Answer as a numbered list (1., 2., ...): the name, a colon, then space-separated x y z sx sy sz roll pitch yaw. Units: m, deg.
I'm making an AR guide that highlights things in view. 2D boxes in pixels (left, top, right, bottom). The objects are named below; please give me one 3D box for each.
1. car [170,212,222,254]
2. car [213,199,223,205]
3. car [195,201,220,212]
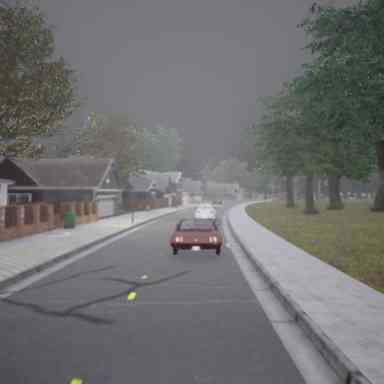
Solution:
1. car: 0.240 1.729 14.021 1.895 1.301 4.718 0 0 2
2. car: 5.479 2.157 72.433 1.994 1.385 4.181 0 0 13
3. car: 1.243 1.786 29.193 1.812 1.442 4.674 0 0 5
